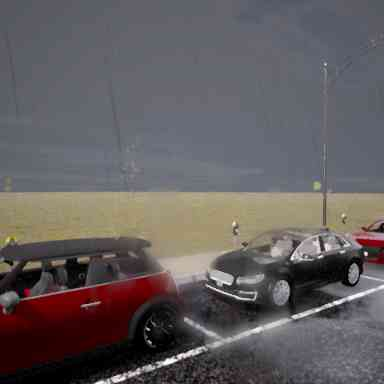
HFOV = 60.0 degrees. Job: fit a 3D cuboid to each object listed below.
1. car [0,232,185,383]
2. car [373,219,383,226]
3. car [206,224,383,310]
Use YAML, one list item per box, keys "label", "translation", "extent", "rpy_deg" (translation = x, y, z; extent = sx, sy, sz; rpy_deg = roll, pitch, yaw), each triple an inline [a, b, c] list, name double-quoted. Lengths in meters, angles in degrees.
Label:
- label: "car"
  translation: [-2.186, 1.440, 4.528]
  extent: [4.097, 1.590, 1.967]
  rpy_deg: [0, 1, -36]
- label: "car"
  translation: [6.821, 1.544, 10.969]
  extent: [4.507, 1.381, 1.887]
  rpy_deg: [0, 1, -36]
- label: "car"
  translation: [2.317, 1.551, 7.749]
  extent: [4.403, 1.369, 2.008]
  rpy_deg: [0, 1, -36]
